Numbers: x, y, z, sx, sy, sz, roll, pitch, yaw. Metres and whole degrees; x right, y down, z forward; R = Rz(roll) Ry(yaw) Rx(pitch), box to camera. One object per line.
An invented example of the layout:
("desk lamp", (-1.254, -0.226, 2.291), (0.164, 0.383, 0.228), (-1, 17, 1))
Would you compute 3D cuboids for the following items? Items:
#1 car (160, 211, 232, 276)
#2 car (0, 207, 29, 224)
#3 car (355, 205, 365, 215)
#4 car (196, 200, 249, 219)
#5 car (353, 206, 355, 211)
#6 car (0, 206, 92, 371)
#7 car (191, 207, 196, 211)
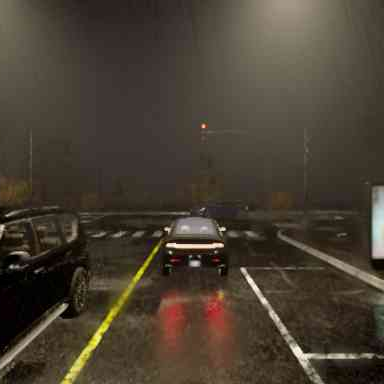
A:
("car", (0.094, 1.569, 10.605), (2.128, 1.511, 4.902), (0, 0, 1))
("car", (-16.363, 1.919, 27.588), (4.718, 1.301, 1.895), (0, 0, 1))
("car", (18.117, 1.429, 30.699), (4.553, 1.767, 2.097), (0, 0, 1))
("car", (2.935, 1.518, 30.853), (4.553, 1.767, 2.097), (0, 0, 1))
("car", (19.128, 1.654, 33.940), (4.718, 1.301, 1.895), (0, 0, 1))
("car", (-3.104, 1.257, 4.614), (2.150, 2.045, 5.566), (0, -1, 0))
("car", (2.461, 1.707, 34.104), (5.357, 1.411, 2.033), (0, 0, 1))
